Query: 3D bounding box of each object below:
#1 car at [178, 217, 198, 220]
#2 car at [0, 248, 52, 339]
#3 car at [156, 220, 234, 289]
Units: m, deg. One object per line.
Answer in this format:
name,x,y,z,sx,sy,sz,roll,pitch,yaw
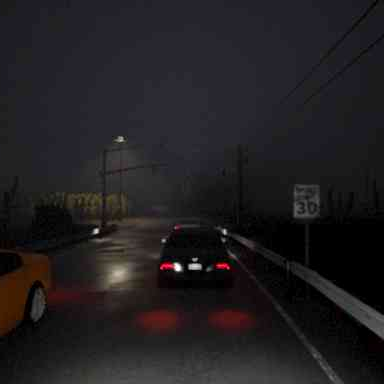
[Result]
car,-0.245,2.298,20.549,1.812,1.442,4.674,0,-4,-1
car,-3.616,1.523,4.377,1.882,1.535,5.008,0,-1,0
car,0.050,1.731,9.586,2.033,1.411,5.357,0,-2,0
